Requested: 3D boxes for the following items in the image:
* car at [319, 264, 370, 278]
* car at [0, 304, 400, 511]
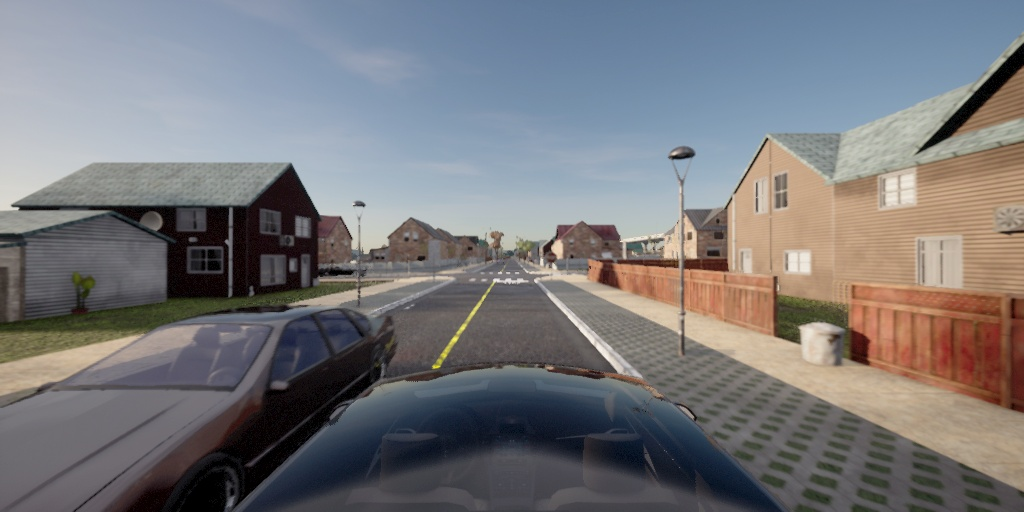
[{"bbox_3d":[-16.764,1.481,35.795,4.718,1.301,1.895,-1,0,1],"label":"car"},{"bbox_3d":[-2.850,1.302,3.958,2.033,1.411,5.357,0,0,0],"label":"car"}]
